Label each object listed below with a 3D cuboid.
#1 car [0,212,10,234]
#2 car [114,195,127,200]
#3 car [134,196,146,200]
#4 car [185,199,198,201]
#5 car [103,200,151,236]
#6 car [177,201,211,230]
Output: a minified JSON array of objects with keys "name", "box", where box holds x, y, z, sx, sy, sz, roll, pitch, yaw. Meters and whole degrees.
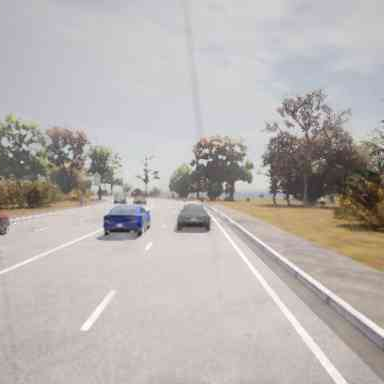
[{"name":"car","box":[-7.099,1.460,8.679,2.128,1.511,4.902,0,0,0]},{"name":"car","box":[-11.940,1.291,55.617,2.128,1.511,4.902,0,0,-6]},{"name":"car","box":[-8.017,1.381,51.354,1.994,1.385,4.181,0,0,-5]},{"name":"car","box":[-0.104,1.466,38.721,1.895,1.301,4.718,0,0,-2]},{"name":"car","box":[-3.400,1.414,18.111,1.882,1.535,5.008,0,0,0]},{"name":"car","box":[0.100,1.491,20.552,1.994,1.385,4.181,0,0,0]}]
